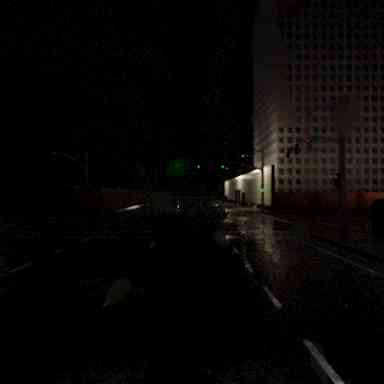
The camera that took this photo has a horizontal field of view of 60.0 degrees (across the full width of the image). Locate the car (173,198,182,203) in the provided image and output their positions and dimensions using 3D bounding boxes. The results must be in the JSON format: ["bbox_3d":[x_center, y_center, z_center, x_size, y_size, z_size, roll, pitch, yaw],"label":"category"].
[{"bbox_3d":[-3.498,2.091,82.534,1.994,1.385,4.181,0,0,0],"label":"car"}]

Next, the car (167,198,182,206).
[{"bbox_3d":[-3.502,1.950,67.097,1.837,1.490,4.892,0,0,0],"label":"car"}]

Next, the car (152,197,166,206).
[{"bbox_3d":[-7.002,1.959,67.117,2.128,1.511,4.902,0,0,0],"label":"car"}]
